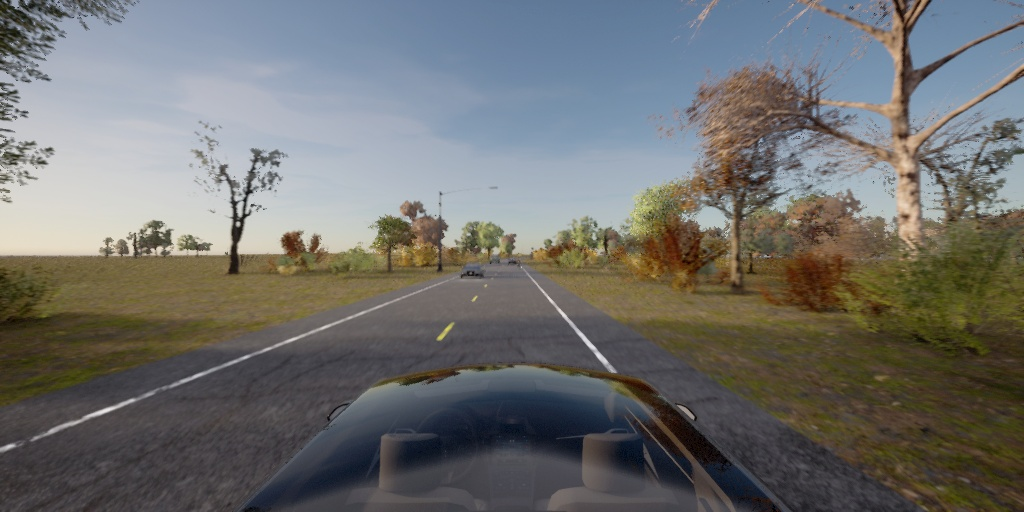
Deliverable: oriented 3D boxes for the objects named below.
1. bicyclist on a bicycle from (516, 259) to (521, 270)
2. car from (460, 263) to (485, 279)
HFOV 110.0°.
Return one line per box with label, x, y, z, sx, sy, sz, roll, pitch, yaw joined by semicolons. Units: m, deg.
bicyclist on a bicycle;0.962;1.191;48.338;0.582;1.620;1.656;0;0;0
car;-3.576;1.314;33.026;1.994;1.385;4.181;0;0;0
